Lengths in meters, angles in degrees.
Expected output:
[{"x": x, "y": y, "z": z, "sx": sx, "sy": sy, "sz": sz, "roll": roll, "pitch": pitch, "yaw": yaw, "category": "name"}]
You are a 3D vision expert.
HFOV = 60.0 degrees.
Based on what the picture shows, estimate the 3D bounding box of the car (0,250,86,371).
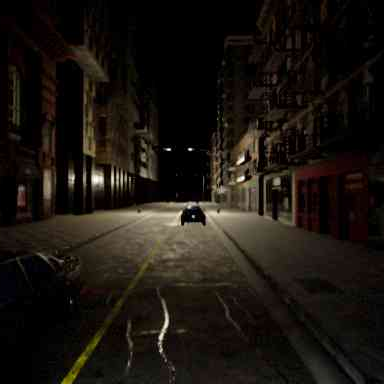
[{"x": -3.100, "y": 1.598, "z": 4.609, "sx": 2.033, "sy": 1.411, "sz": 5.357, "roll": 0, "pitch": -1, "yaw": 0, "category": "car"}]

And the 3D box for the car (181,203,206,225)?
[{"x": 0.101, "y": 1.857, "z": 27.094, "sx": 1.994, "sy": 1.385, "sz": 4.181, "roll": 0, "pitch": -1, "yaw": 0, "category": "car"}]
